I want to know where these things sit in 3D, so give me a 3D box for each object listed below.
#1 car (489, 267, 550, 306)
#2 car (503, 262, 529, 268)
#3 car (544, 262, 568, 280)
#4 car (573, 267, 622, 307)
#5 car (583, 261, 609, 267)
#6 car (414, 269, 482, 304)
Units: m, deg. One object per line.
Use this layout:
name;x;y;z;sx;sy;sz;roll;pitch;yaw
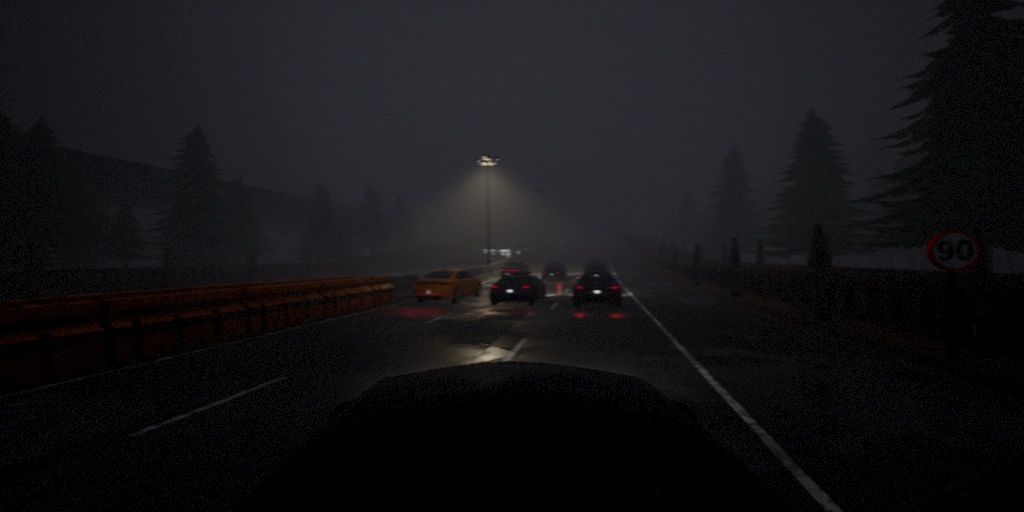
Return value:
car;0.372;1.418;16.719;1.994;1.385;4.181;-1;0;13
car;0.319;1.256;32.130;1.837;1.490;4.892;-1;2;13
car;3.746;1.222;31.414;1.812;1.442;4.674;-1;2;13
car;3.770;1.368;15.891;1.994;1.385;4.181;-1;0;13
car;7.140;1.157;30.559;1.837;1.490;4.892;-1;2;13
car;-2.992;1.382;17.709;1.882;1.535;5.008;-1;0;13
